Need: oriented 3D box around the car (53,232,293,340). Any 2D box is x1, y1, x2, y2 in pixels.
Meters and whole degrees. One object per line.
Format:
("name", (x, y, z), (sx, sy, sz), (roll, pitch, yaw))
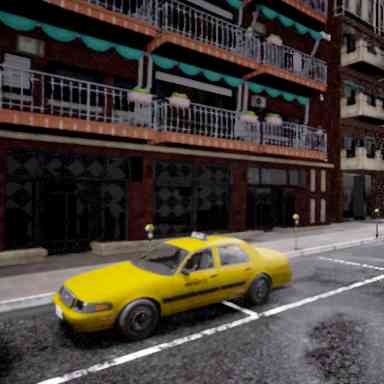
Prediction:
("car", (-0.071, 1.506, 6.496), (4.829, 1.417, 1.752), (0, 1, -36))
